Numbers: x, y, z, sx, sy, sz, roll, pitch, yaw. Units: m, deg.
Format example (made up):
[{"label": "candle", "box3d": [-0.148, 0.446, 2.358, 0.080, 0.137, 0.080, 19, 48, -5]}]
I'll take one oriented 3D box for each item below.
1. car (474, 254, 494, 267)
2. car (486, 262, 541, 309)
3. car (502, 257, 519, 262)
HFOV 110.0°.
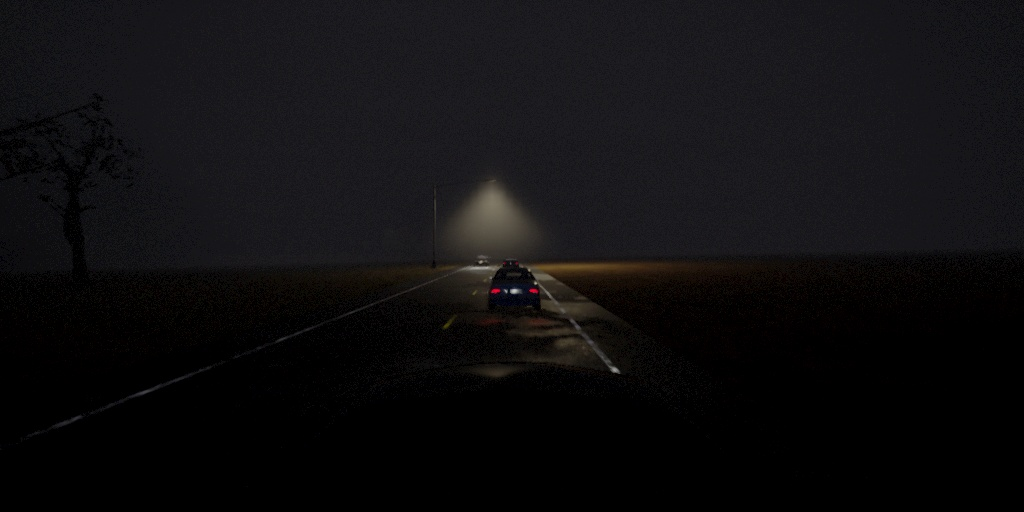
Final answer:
[{"label": "car", "box3d": [-3.968, 0.617, 47.941, 2.128, 1.511, 4.902, 0, 1, -1]}, {"label": "car", "box3d": [0.070, 1.127, 13.856, 2.033, 1.411, 5.357, 0, 1, 0]}, {"label": "car", "box3d": [-0.169, 0.779, 39.756, 2.033, 1.411, 5.357, 0, 1, -1]}]
